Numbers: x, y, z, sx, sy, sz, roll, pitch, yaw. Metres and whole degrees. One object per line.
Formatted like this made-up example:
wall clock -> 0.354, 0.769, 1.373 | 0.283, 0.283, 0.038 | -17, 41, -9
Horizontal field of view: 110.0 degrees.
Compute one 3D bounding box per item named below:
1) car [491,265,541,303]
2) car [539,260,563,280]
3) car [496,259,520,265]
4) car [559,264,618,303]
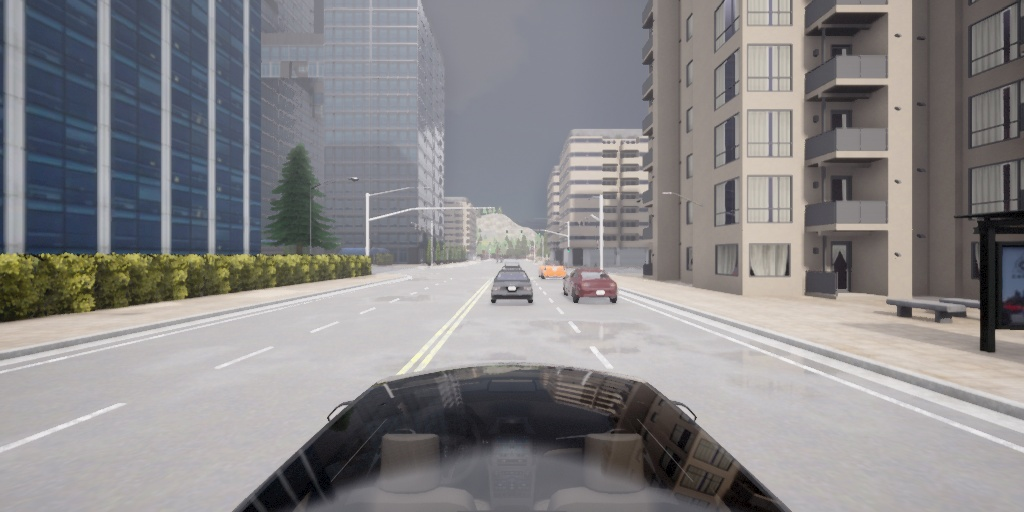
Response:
car -> 0.000, 1.312, 16.500 | 2.033, 1.411, 5.357 | 0, 0, 0
car -> 3.500, 1.115, 31.470 | 2.097, 1.767, 4.553 | 0, 0, 0
car -> 0.000, 1.244, 31.500 | 2.128, 1.511, 4.902 | 0, 0, 0
car -> 3.500, 1.282, 16.500 | 1.812, 1.442, 4.674 | 0, 0, 0
